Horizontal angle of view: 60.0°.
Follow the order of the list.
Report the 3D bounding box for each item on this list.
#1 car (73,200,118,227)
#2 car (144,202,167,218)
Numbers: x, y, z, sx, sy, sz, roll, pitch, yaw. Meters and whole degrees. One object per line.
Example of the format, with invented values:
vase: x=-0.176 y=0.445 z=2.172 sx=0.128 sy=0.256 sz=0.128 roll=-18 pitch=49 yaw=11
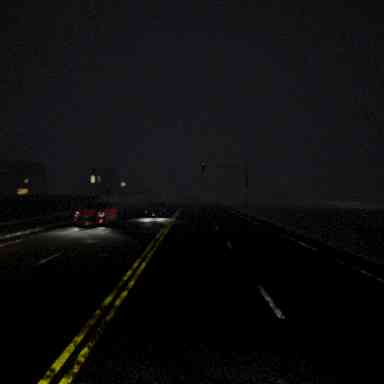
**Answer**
car: x=-6.614 y=1.413 z=23.279 sx=2.097 sy=1.767 sz=4.553 roll=0 pitch=0 yaw=0
car: x=-3.366 y=1.636 z=31.703 sx=2.033 sy=1.411 sz=5.357 roll=0 pitch=0 yaw=0
